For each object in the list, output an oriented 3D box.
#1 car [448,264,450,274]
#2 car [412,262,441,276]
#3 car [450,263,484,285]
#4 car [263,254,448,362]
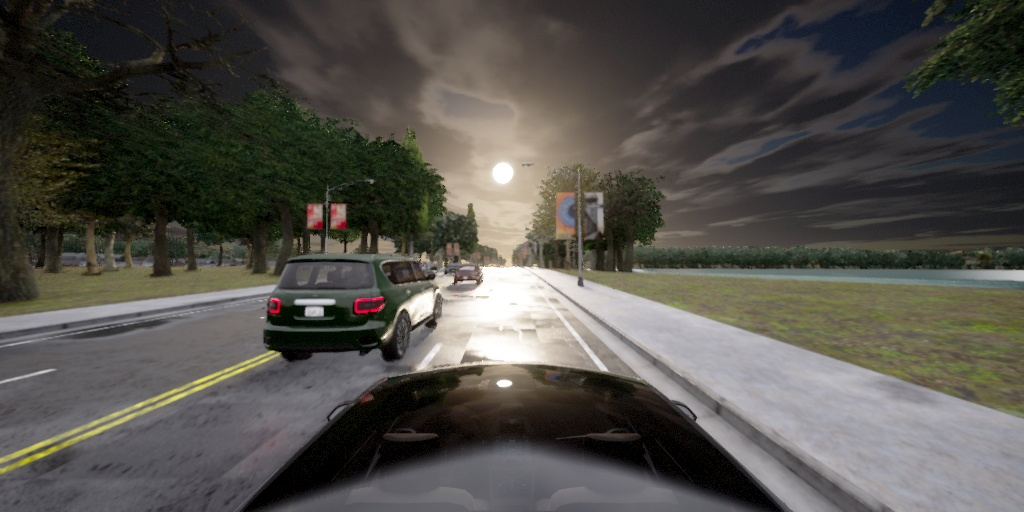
[{"bbox_3d":[-6.568,1.491,41.387,1.994,1.385,4.181,0,-1,0],"label":"car"},{"bbox_3d":[-9.816,1.458,41.601,2.128,1.511,4.902,0,-1,0],"label":"car"},{"bbox_3d":[-3.191,1.333,26.819,1.812,1.442,4.674,0,0,0],"label":"car"},{"bbox_3d":[-3.159,0.981,8.412,2.150,2.045,5.566,0,0,0],"label":"car"}]
